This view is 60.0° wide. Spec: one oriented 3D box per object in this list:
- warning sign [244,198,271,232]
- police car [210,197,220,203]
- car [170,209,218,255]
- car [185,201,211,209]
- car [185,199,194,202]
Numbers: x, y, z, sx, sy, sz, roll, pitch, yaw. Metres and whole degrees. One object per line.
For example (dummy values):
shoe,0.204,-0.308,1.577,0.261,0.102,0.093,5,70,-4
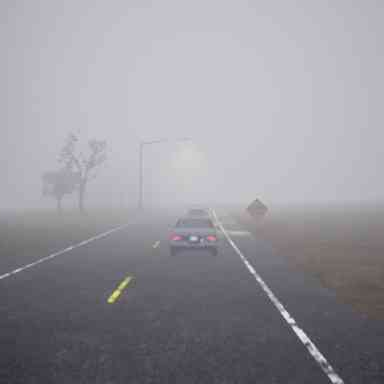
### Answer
warning sign,3.745,1.294,19.126,1.300,1.860,1.060,0,-1,1
police car,6.250,2.262,93.840,1.930,1.638,5.238,0,0,6
car,0.101,1.678,13.943,2.033,1.411,5.357,0,0,1
car,0.489,1.797,29.297,1.812,1.442,4.674,0,0,2
car,-0.471,2.177,72.025,1.812,1.442,4.674,0,-1,5
